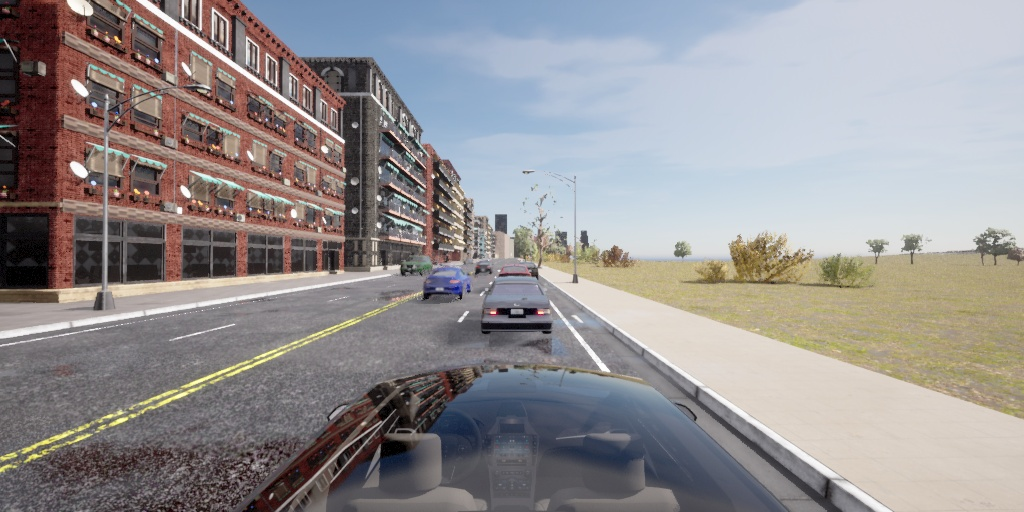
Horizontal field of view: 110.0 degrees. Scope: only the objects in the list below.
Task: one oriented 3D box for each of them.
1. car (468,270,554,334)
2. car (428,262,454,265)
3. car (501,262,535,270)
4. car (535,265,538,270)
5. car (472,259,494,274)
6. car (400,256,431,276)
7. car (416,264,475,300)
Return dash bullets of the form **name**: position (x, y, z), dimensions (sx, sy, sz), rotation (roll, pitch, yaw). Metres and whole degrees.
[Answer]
- **car**: position (0.122, 1.299, 10.577), dimensions (2.033, 1.411, 5.357), rotation (0, 0, 0)
- **car**: position (-6.514, 1.354, 35.235), dimensions (1.895, 1.301, 4.718), rotation (0, 0, 0)
- **car**: position (0.152, 1.231, 21.117), dimensions (1.882, 1.535, 5.008), rotation (0, 0, 0)
- **car**: position (1.212, 1.232, 30.554), dimensions (1.882, 1.535, 5.008), rotation (0, 0, 0)
- **car**: position (-3.048, 1.279, 40.193), dimensions (1.812, 1.442, 4.674), rotation (0, 0, 0)
- **car**: position (-9.760, 0.975, 36.887), dimensions (2.150, 2.045, 5.566), rotation (0, 0, 0)
- **car**: position (-3.110, 1.278, 17.744), dimensions (1.812, 1.442, 4.674), rotation (0, 0, 0)
